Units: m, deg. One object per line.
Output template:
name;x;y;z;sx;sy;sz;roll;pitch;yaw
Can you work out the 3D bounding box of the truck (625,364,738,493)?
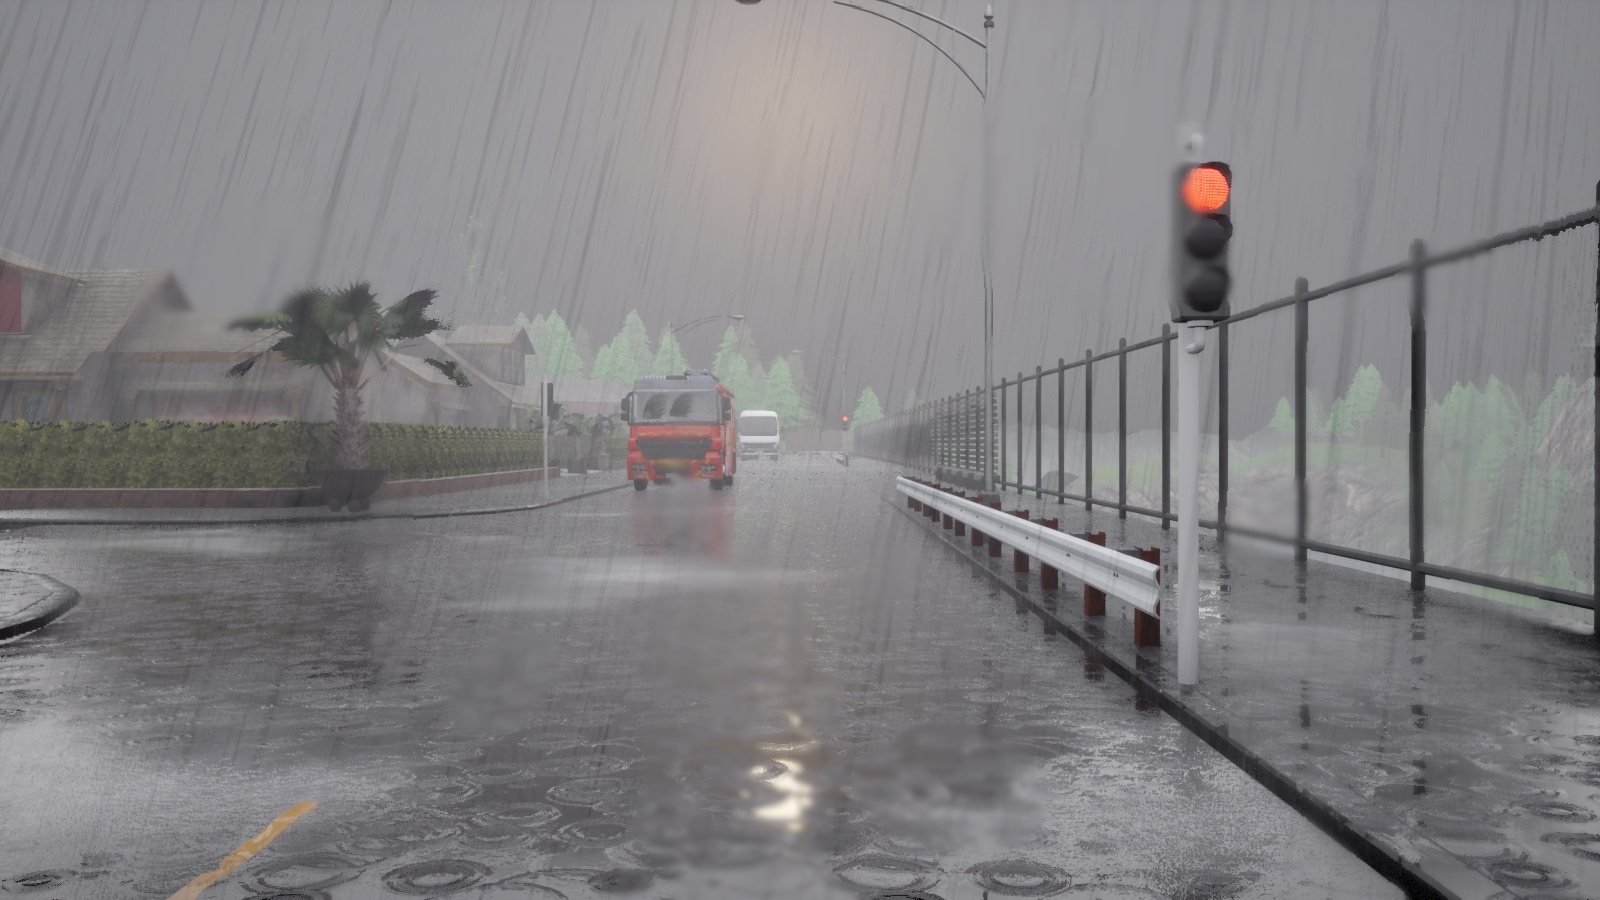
truck;-3.747;-0.656;41.568;2.891;3.827;8.468;0;0;0
